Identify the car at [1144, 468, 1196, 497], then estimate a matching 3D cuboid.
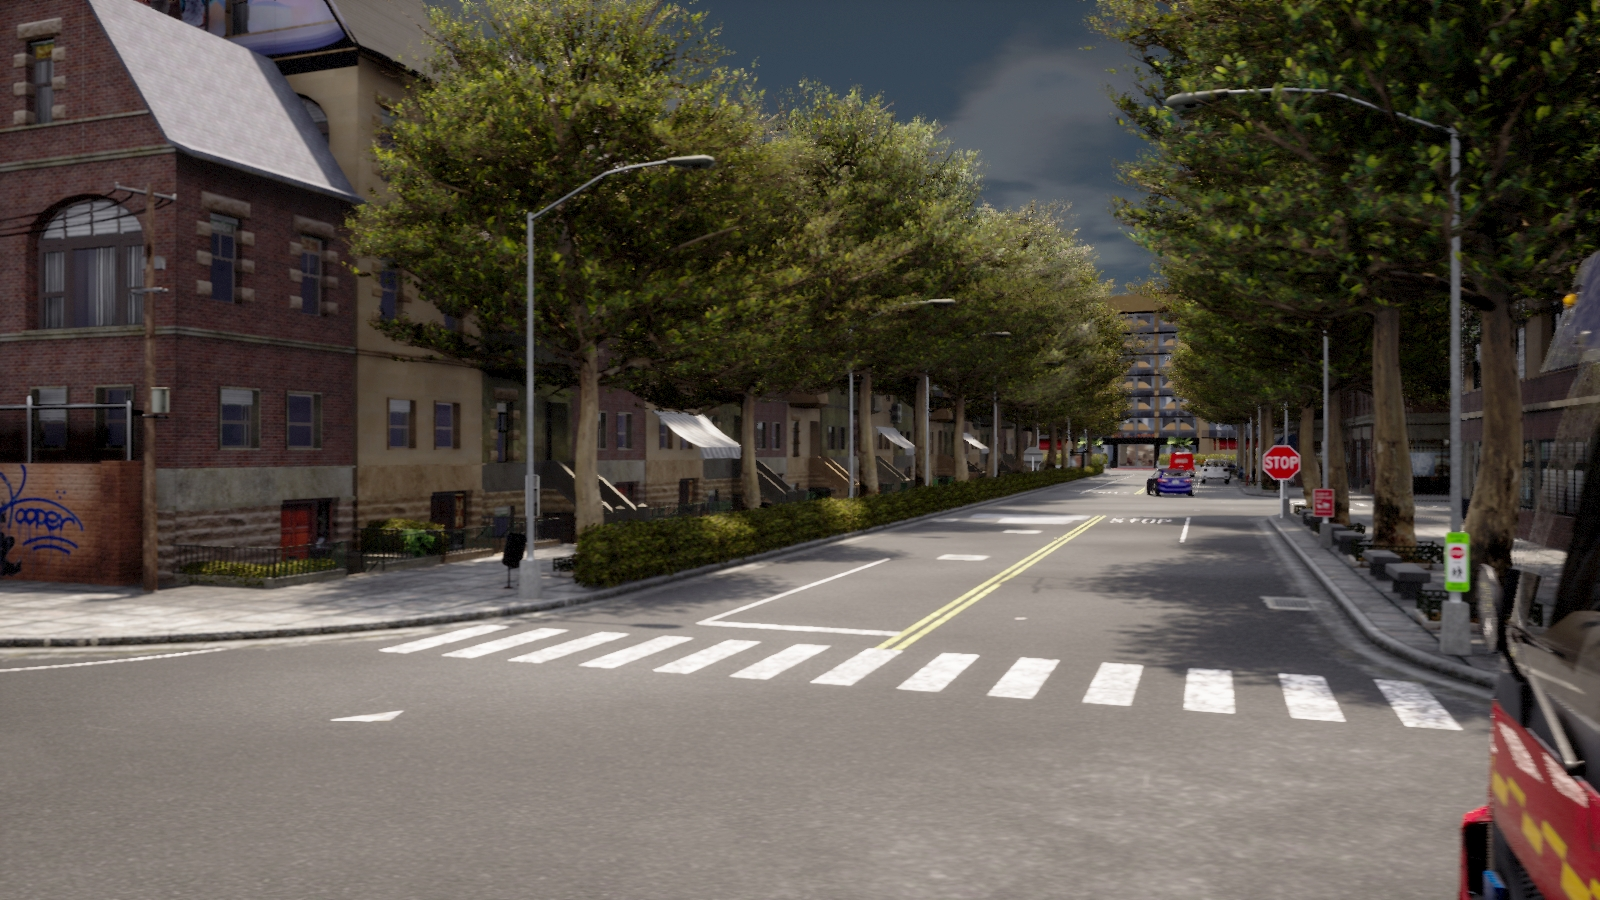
[{"bbox_3d":[22.679,1.968,70.186,2.242,1.667,4.611,0,0,8],"label":"car"}]
